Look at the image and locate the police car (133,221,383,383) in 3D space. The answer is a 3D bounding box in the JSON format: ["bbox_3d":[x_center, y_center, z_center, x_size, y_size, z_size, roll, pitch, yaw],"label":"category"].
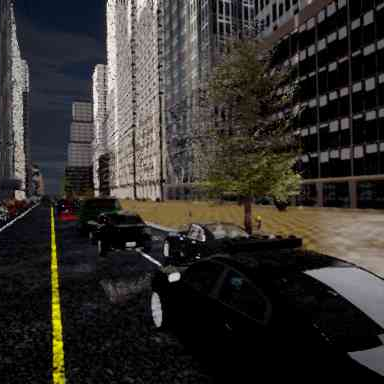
[{"bbox_3d":[0.842,1.401,4.359,1.930,1.638,5.238,-1,0,-23],"label":"police car"}]

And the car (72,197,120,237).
[{"bbox_3d":[-5.377,1.290,19.015,2.150,2.045,5.566,-1,0,-23],"label":"car"}]

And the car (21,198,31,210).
[{"bbox_3d":[-25.070,1.914,48.607,1.887,1.381,4.507,0,0,-23],"label":"car"}]

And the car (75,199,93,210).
[{"bbox_3d":[-15.126,1.755,46.621,2.008,1.369,4.403,0,0,-23],"label":"car"}]

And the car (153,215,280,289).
[{"bbox_3d":[0.420,1.528,9.959,2.008,1.369,4.403,0,0,-23],"label":"car"}]

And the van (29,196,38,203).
[{"bbox_3d":[-40.619,1.951,85.270,1.690,1.788,3.998,-1,0,-23],"label":"van"}]

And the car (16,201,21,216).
[{"bbox_3d":[-18.407,1.815,32.894,1.887,1.381,4.507,0,0,-23],"label":"car"}]

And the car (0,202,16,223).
[{"bbox_3d":[-16.187,1.789,27.657,2.008,1.369,4.403,0,0,-23],"label":"car"}]

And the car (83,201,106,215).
[{"bbox_3d":[-10.685,1.683,36.146,1.887,1.381,4.507,0,0,-23],"label":"car"}]

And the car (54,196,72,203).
[{"bbox_3d":[-18.384,1.763,47.395,1.837,1.490,4.892,-1,0,-23],"label":"car"}]

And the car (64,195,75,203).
[{"bbox_3d":[-30.676,1.758,83.283,2.192,1.841,5.009,-1,0,-23],"label":"car"}]

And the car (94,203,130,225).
[{"bbox_3d":[-6.243,1.624,25.671,2.008,1.369,4.403,0,0,-23],"label":"car"}]

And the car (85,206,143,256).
[{"bbox_3d":[-3.019,1.537,13.464,1.837,1.490,4.892,-1,0,-23],"label":"car"}]

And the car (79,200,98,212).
[{"bbox_3d":[-12.905,1.753,41.383,1.802,1.307,4.206,0,0,-23],"label":"car"}]

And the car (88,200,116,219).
[{"bbox_3d":[-8.465,1.546,30.908,1.967,1.590,4.097,0,0,-23],"label":"car"}]

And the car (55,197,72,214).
[{"bbox_3d":[-14.349,1.703,37.938,1.837,1.490,4.892,-1,0,-23],"label":"car"}]

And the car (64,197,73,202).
[{"bbox_3d":[-32.894,2.023,88.520,1.887,1.381,4.507,-1,0,-23],"label":"car"}]

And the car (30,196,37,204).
[{"bbox_3d":[-38.396,2.126,80.032,2.008,1.369,4.403,0,0,-23],"label":"car"}]
